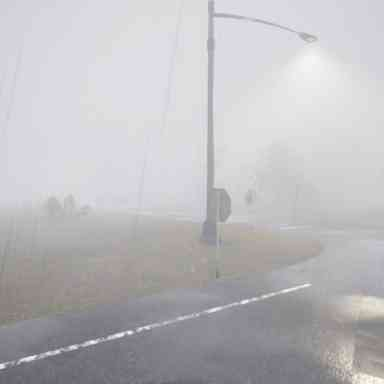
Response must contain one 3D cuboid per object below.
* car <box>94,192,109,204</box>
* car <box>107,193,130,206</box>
[{"bbox_3d":[-16.261,1.106,60.999,2.150,2.045,5.566,0,0,-34],"label":"car"},{"bbox_3d":[-11.784,1.404,54.385,1.837,1.490,4.892,0,0,-33],"label":"car"}]
